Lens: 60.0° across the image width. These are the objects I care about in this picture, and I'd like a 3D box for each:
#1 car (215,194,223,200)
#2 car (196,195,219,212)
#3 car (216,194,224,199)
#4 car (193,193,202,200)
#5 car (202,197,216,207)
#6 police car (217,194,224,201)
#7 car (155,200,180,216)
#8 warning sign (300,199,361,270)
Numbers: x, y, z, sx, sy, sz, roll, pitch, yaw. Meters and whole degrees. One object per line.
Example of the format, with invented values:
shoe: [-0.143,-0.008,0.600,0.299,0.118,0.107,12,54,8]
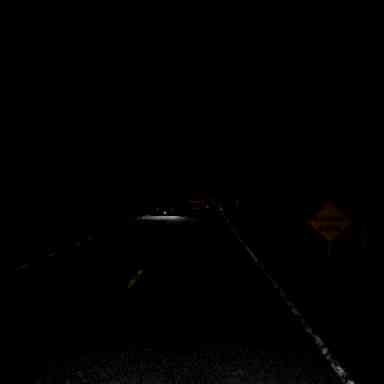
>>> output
car: [7.292,1.266,89.218,1.801,1.575,5.366,1,0,7]
car: [1.789,1.410,38.057,1.882,1.535,5.008,1,0,3]
car: [7.982,1.270,94.968,1.882,1.535,5.008,1,0,7]
car: [1.469,1.001,77.912,2.097,1.767,4.553,1,0,6]
car: [2.543,1.508,49.257,1.895,1.301,4.718,1,0,4]
police car: [6.179,1.264,79.229,1.930,1.638,5.238,1,0,6]
car: [-2.231,1.456,32.071,2.033,1.411,5.357,1,0,4]
warning sign: [3.880,1.136,9.412,1.300,1.860,1.060,0,0,2]
